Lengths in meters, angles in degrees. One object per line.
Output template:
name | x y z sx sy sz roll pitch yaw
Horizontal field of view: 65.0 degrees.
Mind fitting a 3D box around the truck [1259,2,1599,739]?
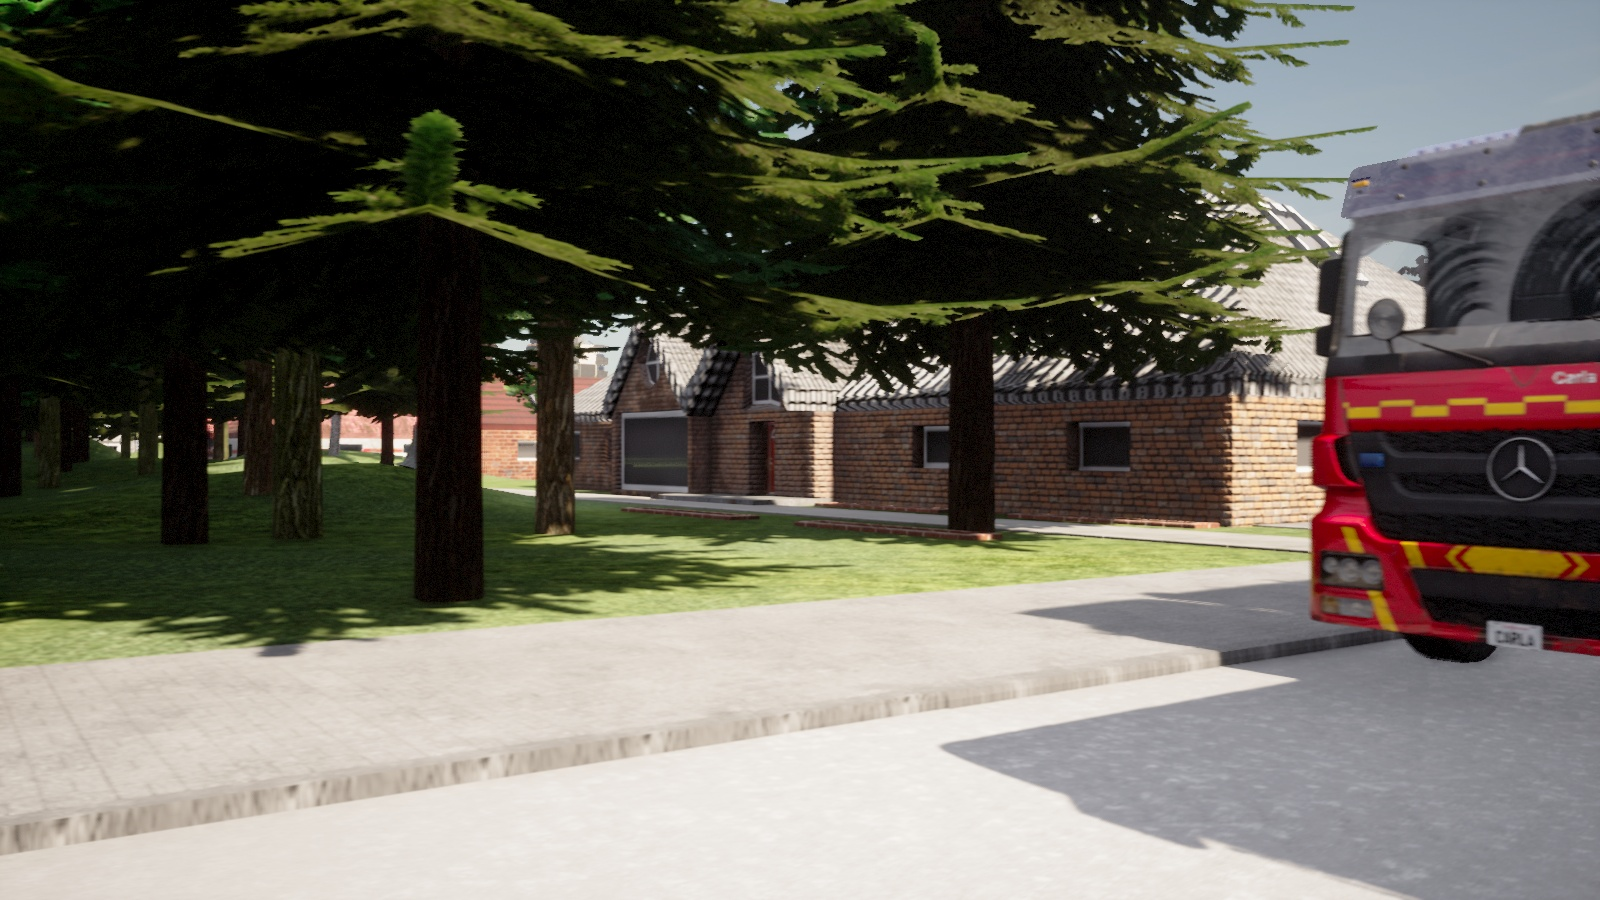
truck | 7.285 -0.412 9.430 8.468 3.827 2.891 0 0 -35
